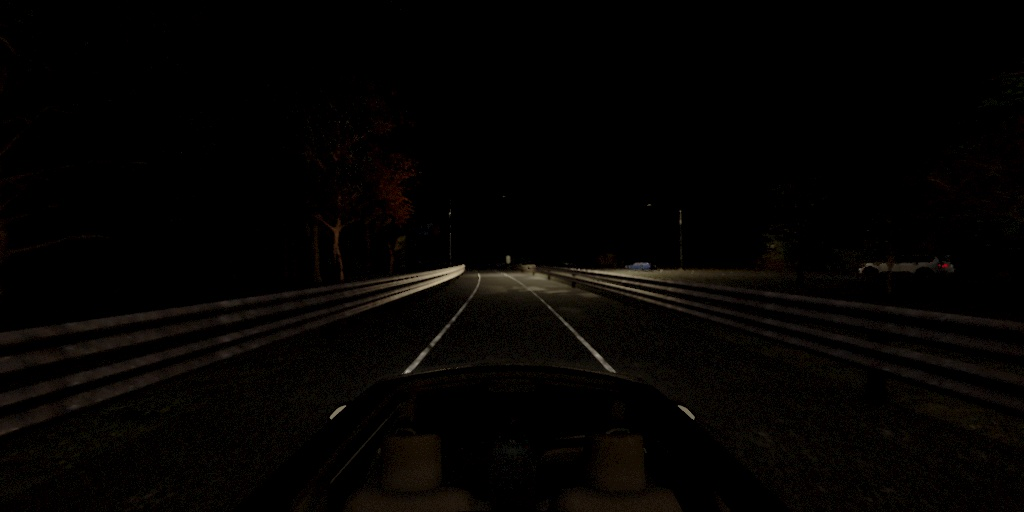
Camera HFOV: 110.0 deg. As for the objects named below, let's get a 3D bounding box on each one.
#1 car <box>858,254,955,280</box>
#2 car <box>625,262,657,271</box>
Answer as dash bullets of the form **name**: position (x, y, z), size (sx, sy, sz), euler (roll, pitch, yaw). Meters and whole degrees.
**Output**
- **car**: position (33.526, 0.911, 30.707), size (2.150, 2.045, 5.566), euler (0, -1, -25)
- **car**: position (20.685, 1.708, 57.766), size (2.033, 1.411, 5.357), euler (0, -1, -25)
